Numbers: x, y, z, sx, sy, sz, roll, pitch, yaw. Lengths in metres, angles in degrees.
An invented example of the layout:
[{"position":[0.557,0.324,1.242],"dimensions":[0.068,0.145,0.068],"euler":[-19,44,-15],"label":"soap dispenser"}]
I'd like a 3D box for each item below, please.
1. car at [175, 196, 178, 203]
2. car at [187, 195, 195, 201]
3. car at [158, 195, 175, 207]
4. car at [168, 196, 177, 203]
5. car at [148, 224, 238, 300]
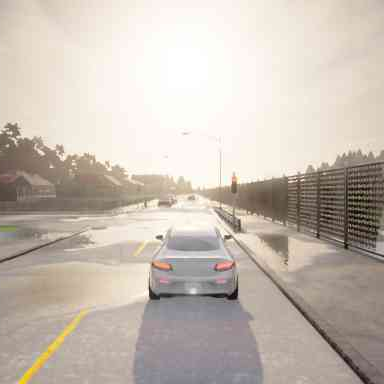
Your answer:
[{"position":[-4.195,1.352,61.740],"dimensions":[2.097,1.767,4.553],"euler":[0,0,0],"label":"car"},{"position":[-0.190,1.478,86.391],"dimensions":[1.882,1.535,5.008],"euler":[0,0,0],"label":"car"},{"position":[-4.205,1.478,51.810],"dimensions":[1.882,1.535,5.008],"euler":[0,0,0],"label":"car"},{"position":[-4.153,1.524,71.654],"dimensions":[1.812,1.442,4.674],"euler":[0,0,0],"label":"car"},{"position":[0.037,1.526,8.268],"dimensions":[1.812,1.442,4.674],"euler":[0,0,0],"label":"car"}]
